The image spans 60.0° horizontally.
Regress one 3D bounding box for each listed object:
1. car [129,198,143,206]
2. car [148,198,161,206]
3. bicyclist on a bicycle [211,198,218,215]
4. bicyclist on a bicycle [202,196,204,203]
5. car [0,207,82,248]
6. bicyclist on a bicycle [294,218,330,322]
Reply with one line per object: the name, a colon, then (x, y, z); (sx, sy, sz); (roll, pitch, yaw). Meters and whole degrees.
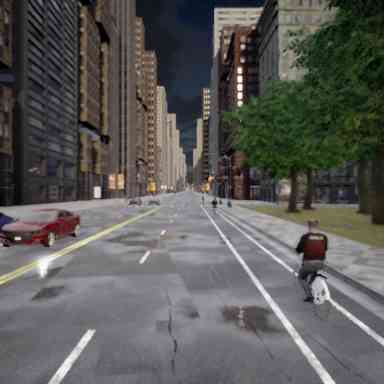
car: (-9.782, 1.757, 58.280); (2.033, 1.411, 5.357); (0, 0, 0)
car: (-6.532, 1.757, 58.281); (2.033, 1.411, 5.357); (0, 0, 0)
bicyclist on a bicycle: (2.233, 1.435, 33.066); (0.659, 1.776, 1.843); (0, 0, 0)
bicyclist on a bicycle: (2.218, 1.652, 67.602); (0.582, 1.620, 1.656); (0, 0, 0)
car: (-6.618, 1.500, 15.147); (1.882, 1.535, 5.008); (0, 0, 0)
bicyclist on a bicycle: (2.247, 1.380, 6.396); (0.659, 1.776, 1.843); (0, 0, 0)
